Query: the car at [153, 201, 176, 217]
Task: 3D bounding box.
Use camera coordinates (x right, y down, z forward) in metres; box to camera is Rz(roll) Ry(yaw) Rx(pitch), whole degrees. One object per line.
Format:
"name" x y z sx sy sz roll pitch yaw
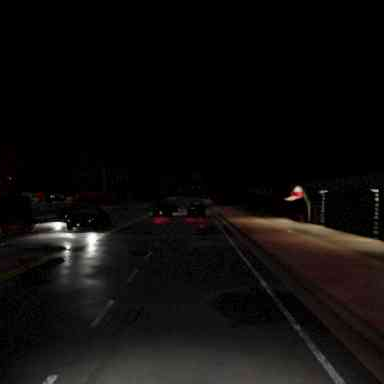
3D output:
"car" -3.075 1.846 35.745 1.837 1.490 4.892 0 -1 1

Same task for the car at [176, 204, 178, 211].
"car" -2.990 1.988 46.194 2.033 1.411 5.357 0 -1 1

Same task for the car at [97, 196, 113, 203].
"car" -23.999 2.017 91.657 3.866 1.878 1.905 0 -1 1

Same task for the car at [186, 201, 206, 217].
"car" 0.440 1.827 34.977 2.128 1.511 4.902 0 -1 1

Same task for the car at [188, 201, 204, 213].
"car" 0.550 1.984 45.521 2.033 1.411 5.357 0 -1 0

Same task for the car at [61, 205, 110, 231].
"car" -6.801 1.735 22.313 1.812 1.442 4.674 0 -1 1

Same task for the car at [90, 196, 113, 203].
"car" -24.085 1.986 88.764 4.605 1.855 1.932 0 -1 1

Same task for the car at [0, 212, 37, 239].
"car" -10.386 1.767 17.944 1.895 1.301 4.718 0 -1 1

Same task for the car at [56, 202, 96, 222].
"car" -10.266 1.839 29.323 1.994 1.385 4.181 0 -1 1
